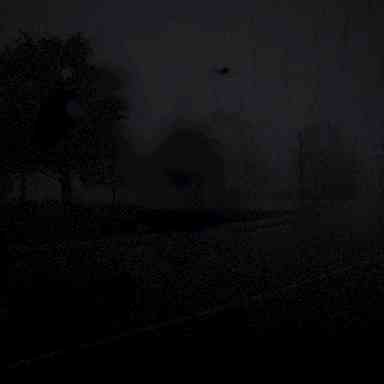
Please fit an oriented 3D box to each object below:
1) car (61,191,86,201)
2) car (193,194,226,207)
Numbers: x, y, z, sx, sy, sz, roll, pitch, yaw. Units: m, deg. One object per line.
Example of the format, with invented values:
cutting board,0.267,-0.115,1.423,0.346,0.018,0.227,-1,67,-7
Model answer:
car,-19.292,0.534,53.876,4.674,1.442,1.812,2,4,32
car,2.471,1.044,40.585,4.902,1.511,2.128,1,3,31
